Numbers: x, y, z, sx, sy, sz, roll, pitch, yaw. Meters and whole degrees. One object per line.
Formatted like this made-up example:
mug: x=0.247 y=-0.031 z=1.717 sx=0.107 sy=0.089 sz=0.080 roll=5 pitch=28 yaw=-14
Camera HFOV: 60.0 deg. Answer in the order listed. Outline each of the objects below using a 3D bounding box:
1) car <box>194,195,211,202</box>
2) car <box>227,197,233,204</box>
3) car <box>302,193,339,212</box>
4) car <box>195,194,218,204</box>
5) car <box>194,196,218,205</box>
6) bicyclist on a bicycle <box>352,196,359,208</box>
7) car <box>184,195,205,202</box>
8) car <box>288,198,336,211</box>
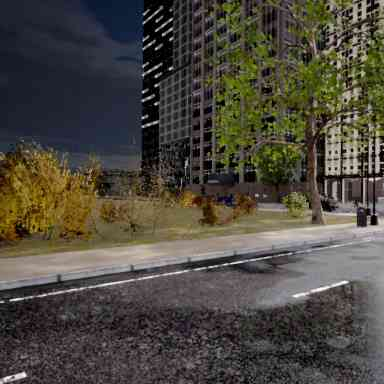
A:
car: x=1.772 y=1.347 z=53.534 sx=1.882 sy=1.535 sz=5.008 roll=1 pitch=-1 yaw=-34
car: x=6.097 y=1.526 z=64.744 sx=1.812 sy=1.442 sz=4.674 roll=1 pitch=0 yaw=-34
car: x=13.211 y=1.120 z=36.454 sx=2.150 sy=2.045 sz=5.566 roll=1 pitch=0 yaw=-34
car: x=2.739 y=1.305 z=64.009 sx=2.097 sy=1.767 sz=4.553 roll=1 pitch=0 yaw=-33
car: x=2.357 y=1.436 z=58.524 sx=1.812 sy=1.442 sz=4.674 roll=1 pitch=-1 yaw=-33
bicyclist on a bicycle: x=23.111 y=1.398 z=47.018 sx=1.656 sy=1.620 sz=0.582 roll=1 pitch=0 yaw=-34
car: x=0.528 y=1.395 z=73.053 sx=2.033 sy=1.411 sz=5.357 roll=1 pitch=0 yaw=-34
car: x=14.453 y=1.490 z=40.431 sx=2.033 sy=1.411 sz=5.357 roll=1 pitch=0 yaw=-34
